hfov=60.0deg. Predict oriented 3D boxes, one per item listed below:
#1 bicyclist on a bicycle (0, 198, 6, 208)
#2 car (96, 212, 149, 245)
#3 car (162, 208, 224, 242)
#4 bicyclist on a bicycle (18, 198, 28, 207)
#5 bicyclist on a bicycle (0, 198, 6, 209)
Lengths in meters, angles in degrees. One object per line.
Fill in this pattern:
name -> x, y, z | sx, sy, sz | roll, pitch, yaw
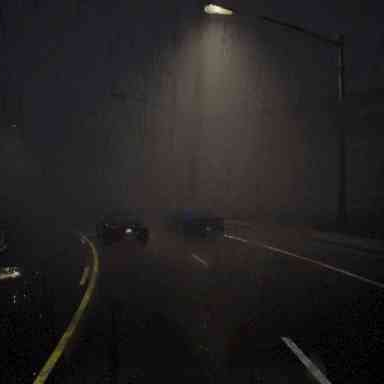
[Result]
bicyclist on a bicycle -> -30.125, 1.894, 52.255 | 0.582, 1.620, 1.656 | 2, 9, 41
car -> -3.517, 1.684, 16.350 | 1.994, 1.385, 4.181 | 0, 0, -22
car -> -0.124, 1.579, 17.321 | 1.882, 1.535, 5.008 | 0, 0, -22
bicyclist on a bicycle -> -30.014, 1.856, 58.991 | 1.656, 1.620, 0.582 | 0, 0, -13
bicyclist on a bicycle -> -30.498, 1.825, 53.146 | 0.582, 1.620, 1.656 | 0, 0, 7
